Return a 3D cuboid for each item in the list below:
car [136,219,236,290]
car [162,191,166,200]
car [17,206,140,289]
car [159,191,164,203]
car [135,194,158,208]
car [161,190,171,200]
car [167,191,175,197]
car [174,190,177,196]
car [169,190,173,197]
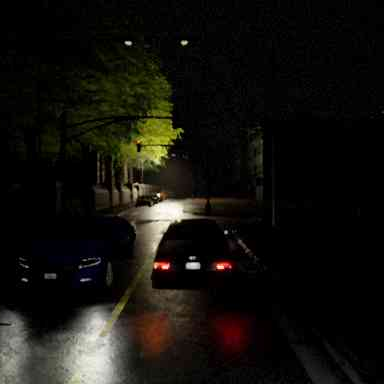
[{"bbox_3d":[0.044,1.424,8.861,2.033,1.411,5.357,0,1,1],"label":"car"},{"bbox_3d":[-5.434,0.904,50.738,1.947,1.339,4.313,1,1,0],"label":"car"},{"bbox_3d":[-2.745,1.352,9.003,1.882,1.535,5.008,0,1,1],"label":"car"},{"bbox_3d":[-5.406,0.955,45.288,2.008,1.369,4.403,1,1,0],"label":"car"},{"bbox_3d":[-5.397,1.043,38.153,2.008,1.369,4.403,1,1,0],"label":"car"},{"bbox_3d":[-5.489,0.795,61.638,1.802,1.307,4.206,1,1,0],"label":"car"},{"bbox_3d":[-5.625,0.474,88.718,1.752,1.417,4.829,1,1,0],"label":"car"},{"bbox_3d":[-5.597,0.436,83.436,1.967,1.590,4.097,1,1,0],"label":"car"},{"bbox_3d":[-5.511,0.470,67.085,2.192,1.841,5.009,1,1,0],"label":"car"}]
